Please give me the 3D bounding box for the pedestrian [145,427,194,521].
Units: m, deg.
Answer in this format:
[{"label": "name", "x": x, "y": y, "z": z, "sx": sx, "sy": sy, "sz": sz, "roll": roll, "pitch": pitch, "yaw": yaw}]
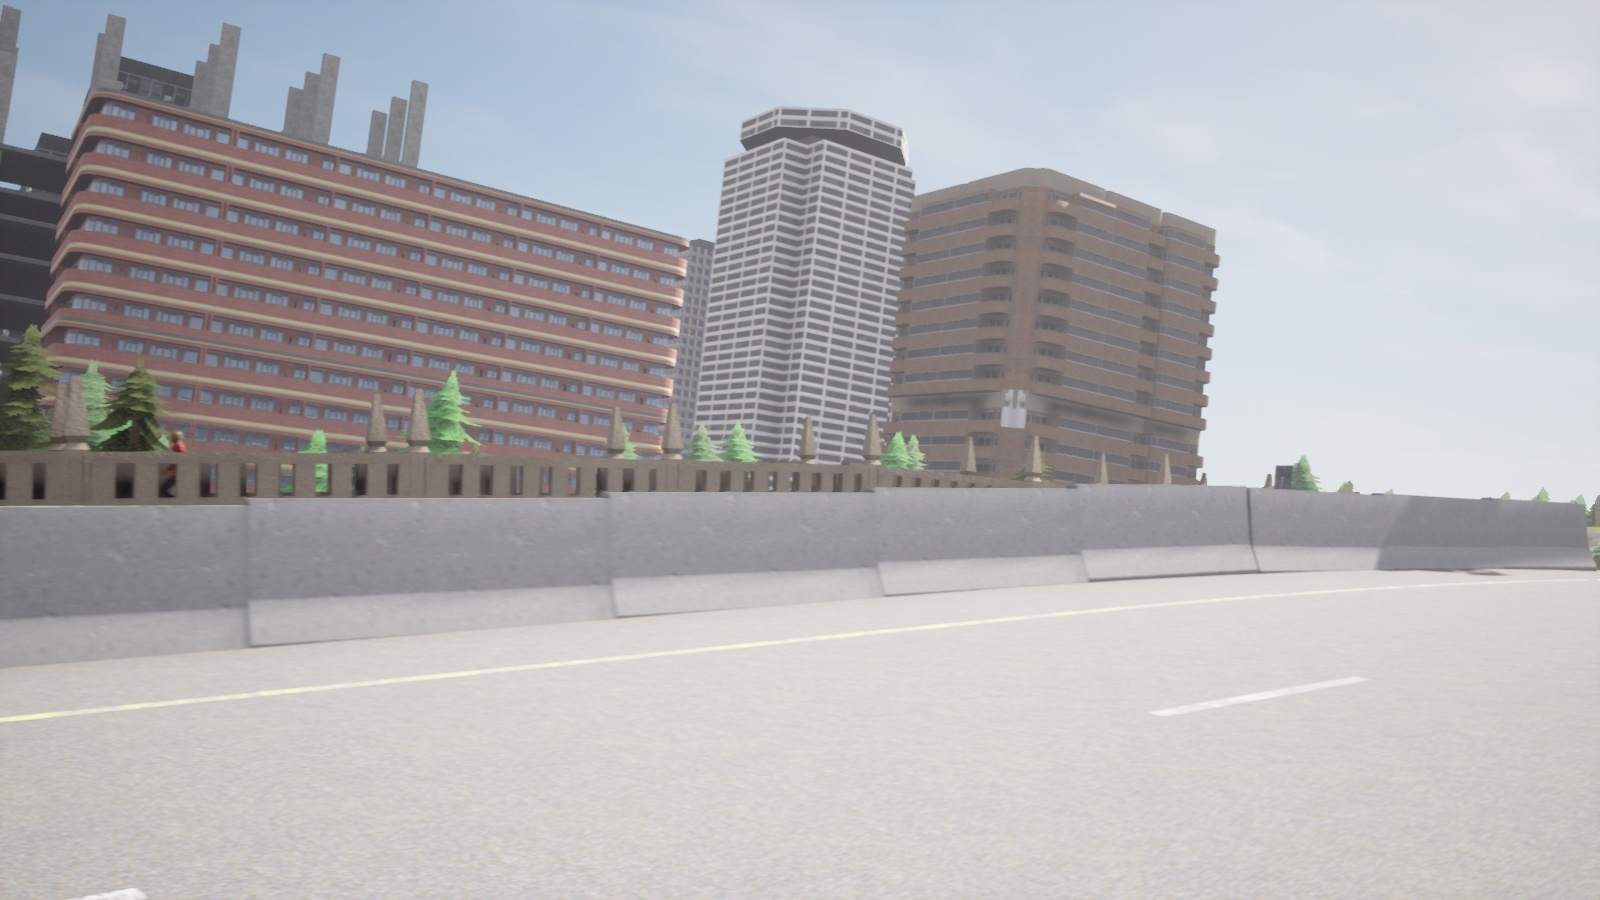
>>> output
[{"label": "pedestrian", "x": -12.798, "y": 0.493, "z": 25.489, "sx": 0.636, "sy": 1.846, "sz": 0.331, "roll": 9, "pitch": -5, "yaw": -34}]
